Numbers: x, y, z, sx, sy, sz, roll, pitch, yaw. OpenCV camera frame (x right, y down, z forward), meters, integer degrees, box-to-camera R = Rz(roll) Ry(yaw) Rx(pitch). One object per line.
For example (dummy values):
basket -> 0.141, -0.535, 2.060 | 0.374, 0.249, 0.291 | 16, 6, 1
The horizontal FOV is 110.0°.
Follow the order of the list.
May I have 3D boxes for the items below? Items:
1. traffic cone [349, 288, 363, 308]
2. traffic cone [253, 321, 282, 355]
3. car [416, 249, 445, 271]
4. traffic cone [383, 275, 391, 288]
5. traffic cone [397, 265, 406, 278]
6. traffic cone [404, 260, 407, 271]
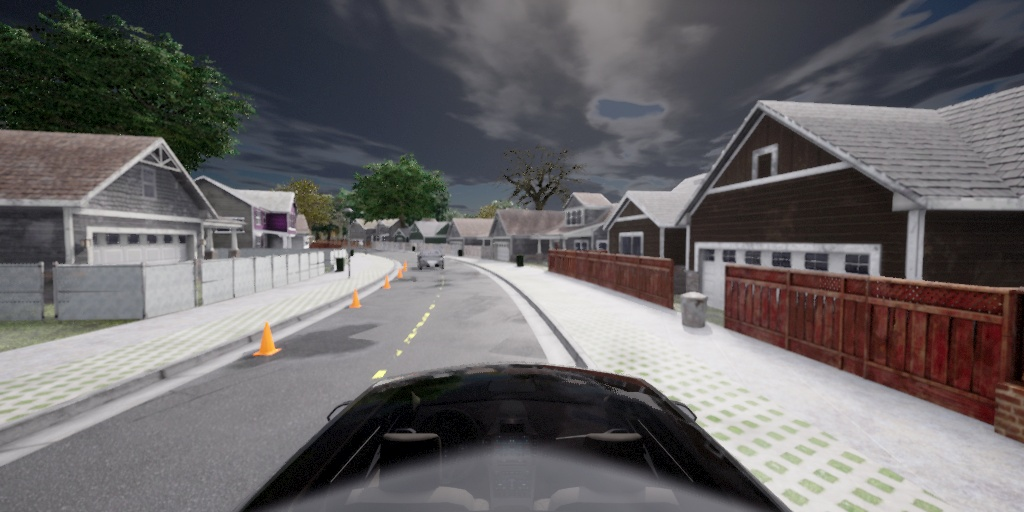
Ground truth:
traffic cone -> -5.072, 1.349, 11.640 | 0.340, 0.580, 0.340 | 0, 0, -7
traffic cone -> -4.623, 1.529, 6.780 | 0.340, 0.580, 0.340 | 0, 0, -4
car -> -6.303, 0.250, 27.732 | 2.128, 1.511, 4.902 | -1, 2, -16
traffic cone -> -5.747, 1.162, 16.473 | 0.340, 0.580, 0.340 | 0, 0, -9
traffic cone -> -6.647, 0.973, 21.270 | 0.340, 0.580, 0.340 | 0, 0, -12
traffic cone -> -7.772, 0.786, 26.019 | 0.340, 0.580, 0.340 | 0, 0, -15
